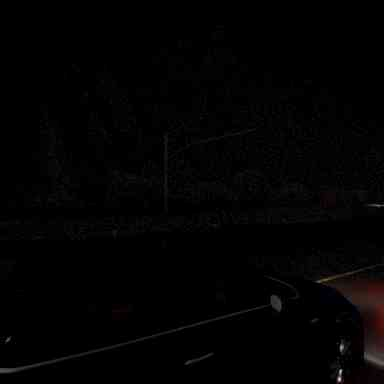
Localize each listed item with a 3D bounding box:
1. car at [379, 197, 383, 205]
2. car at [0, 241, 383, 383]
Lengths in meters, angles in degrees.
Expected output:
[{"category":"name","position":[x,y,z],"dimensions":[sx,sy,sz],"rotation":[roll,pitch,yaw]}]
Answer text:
[{"category":"car","position":[31.664,1.243,53.045],"dimensions":[4.892,1.490,1.837],"rotation":[0,0,-36]},{"category":"car","position":[-0.078,1.351,3.692],"dimensions":[4.553,1.767,2.097],"rotation":[0,0,-36]}]
